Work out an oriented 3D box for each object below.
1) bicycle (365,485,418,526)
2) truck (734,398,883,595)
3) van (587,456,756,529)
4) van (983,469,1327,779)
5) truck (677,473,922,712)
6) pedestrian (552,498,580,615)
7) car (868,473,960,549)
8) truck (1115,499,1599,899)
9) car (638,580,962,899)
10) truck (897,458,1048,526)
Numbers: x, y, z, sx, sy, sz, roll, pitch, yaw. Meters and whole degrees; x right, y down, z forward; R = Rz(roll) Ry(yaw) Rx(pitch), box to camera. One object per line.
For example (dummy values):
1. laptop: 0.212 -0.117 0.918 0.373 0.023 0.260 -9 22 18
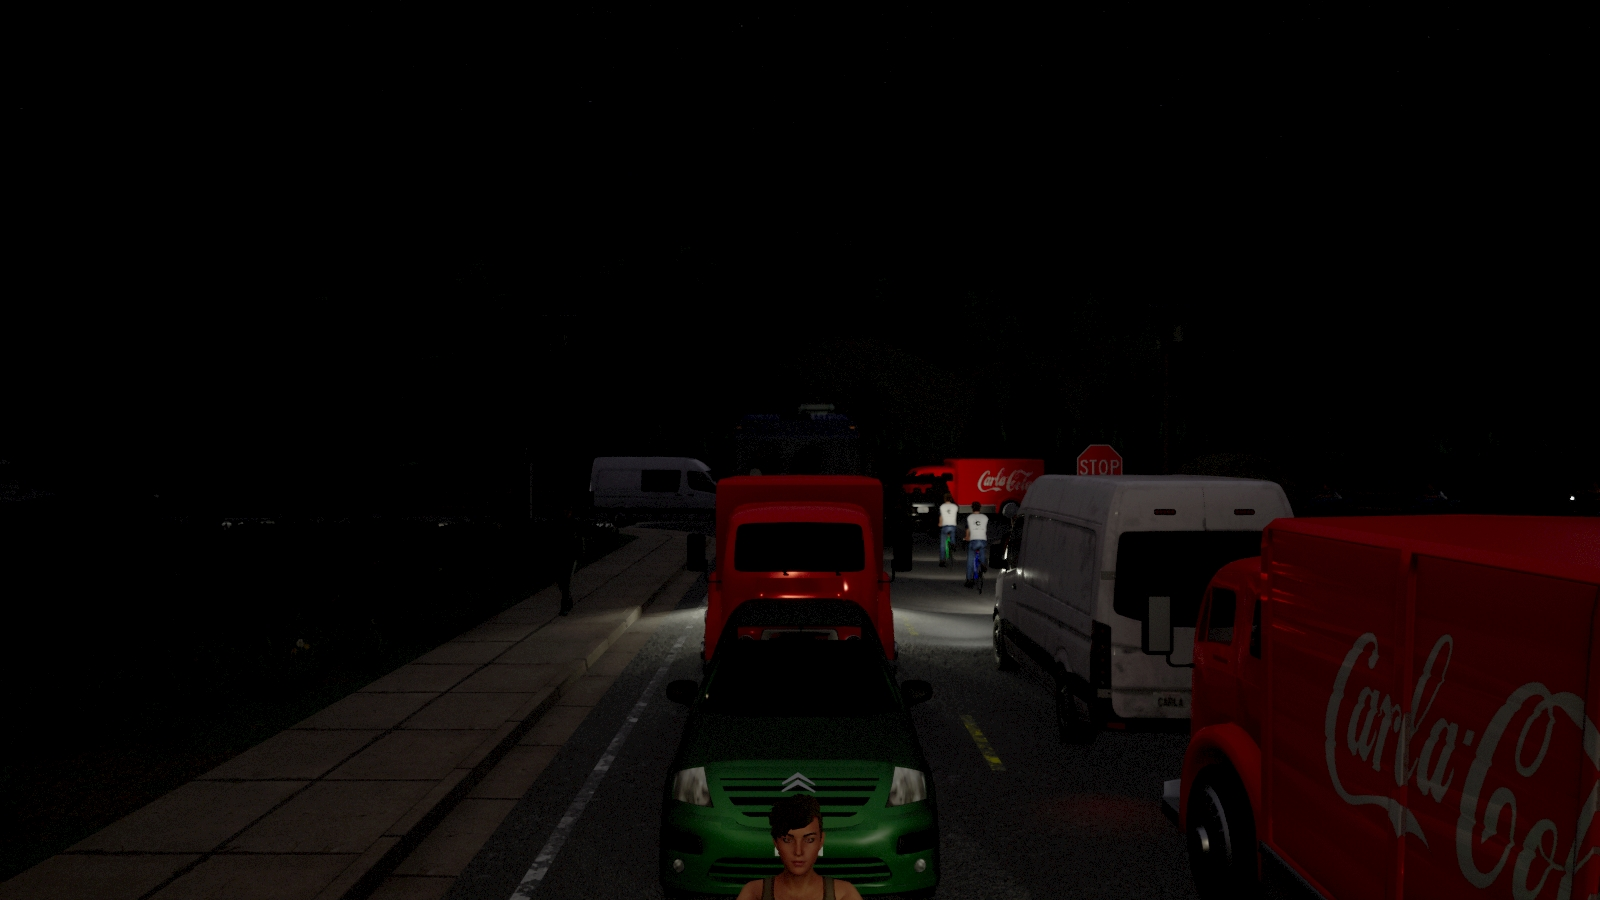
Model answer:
1. bicycle: -15.091 2.050 42.196 1.835 1.471 0.329 0 0 3
2. truck: 0.170 0.907 26.480 2.891 3.827 8.468 0 0 0
3. van: -4.629 1.527 41.702 5.915 2.561 1.988 0 0 3
4. van: 3.517 1.543 12.749 1.988 2.561 5.915 0 0 0
5. truck: -0.012 1.578 14.852 2.627 2.467 5.204 0 0 0
6. pedestrian: -3.765 1.706 18.402 0.375 1.860 0.375 0 0 -1
7. car: 3.414 1.799 35.279 2.150 2.045 5.566 0 0 -2
8. truck: 3.501 1.572 5.334 2.627 2.467 5.204 0 0 0
9. car: -0.002 2.006 8.512 1.851 1.617 3.988 0 0 0
10. truck: 6.602 1.559 44.126 5.204 2.467 2.627 0 0 -9
